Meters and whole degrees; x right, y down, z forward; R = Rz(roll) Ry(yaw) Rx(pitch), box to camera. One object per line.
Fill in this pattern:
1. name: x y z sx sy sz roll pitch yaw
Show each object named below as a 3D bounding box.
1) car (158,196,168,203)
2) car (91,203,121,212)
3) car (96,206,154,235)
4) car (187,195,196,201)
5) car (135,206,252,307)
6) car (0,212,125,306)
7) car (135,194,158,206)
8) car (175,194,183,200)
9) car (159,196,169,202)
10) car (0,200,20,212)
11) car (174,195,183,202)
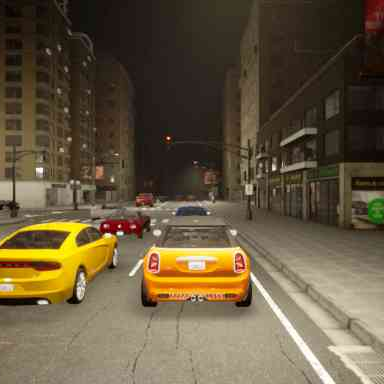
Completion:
1. car: -6.662 1.526 67.880 2.128 1.511 4.902 0 0 0
2. car: -6.661 1.606 26.829 1.895 1.301 4.718 0 0 0
3. car: -3.288 1.603 17.404 1.895 1.301 4.718 0 0 0
4. car: -0.177 1.399 80.741 2.097 1.767 4.553 0 0 0
5. car: 0.082 1.353 8.140 2.097 1.767 4.553 0 0 0
6. car: -3.167 1.478 8.148 1.882 1.535 5.008 0 0 0
7. car: -6.699 1.239 47.902 2.150 2.045 5.566 0 0 0
8. car: -3.450 1.421 90.768 1.882 1.535 5.008 0 0 0
9. car: -6.674 1.635 78.844 1.895 1.301 4.718 0 0 0
10. car: -22.233 1.597 38.484 4.313 1.339 1.947 0 0 0
11. car: -3.426 1.543 80.347 1.837 1.490 4.892 0 0 0
